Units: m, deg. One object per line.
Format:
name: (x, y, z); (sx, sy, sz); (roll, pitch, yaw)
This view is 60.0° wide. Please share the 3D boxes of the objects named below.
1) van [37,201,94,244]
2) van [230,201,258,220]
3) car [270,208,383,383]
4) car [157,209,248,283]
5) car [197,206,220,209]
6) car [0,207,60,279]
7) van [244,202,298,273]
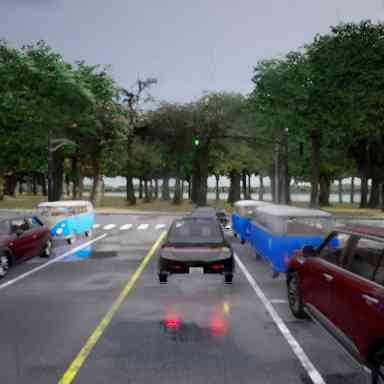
van: (-5.763, 1.321, 15.210); (1.690, 1.788, 3.998); (0, 0, 0)
van: (2.762, 1.321, 15.209); (1.690, 1.788, 3.998); (0, 0, 0)
car: (2.761, 1.309, 4.334); (2.192, 1.841, 5.009); (0, 0, 0)
car: (0.096, 1.479, 9.615); (2.128, 1.511, 4.902); (0, 0, 0)
car: (1.033, 1.544, 20.265); (1.994, 1.385, 4.181); (0, 0, 16)
car: (-5.764, 1.427, 9.773); (1.967, 1.590, 4.097); (0, 0, 0)
van: (2.761, 1.328, 9.772); (1.690, 1.788, 3.998); (0, 0, 0)
